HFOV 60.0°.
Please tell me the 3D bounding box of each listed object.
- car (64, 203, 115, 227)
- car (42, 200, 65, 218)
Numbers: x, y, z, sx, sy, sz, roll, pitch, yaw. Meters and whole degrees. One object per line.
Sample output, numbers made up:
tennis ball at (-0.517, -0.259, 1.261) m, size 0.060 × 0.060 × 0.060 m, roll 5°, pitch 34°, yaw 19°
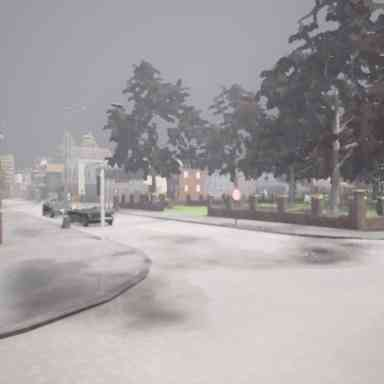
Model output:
car at (-6.923, 1.569, 22.676) m, size 1.895 × 1.301 × 4.718 m, roll 0°, pitch 0°, yaw -35°
car at (-12.178, 1.460, 30.087) m, size 2.128 × 1.511 × 4.902 m, roll 0°, pitch 0°, yaw -35°
